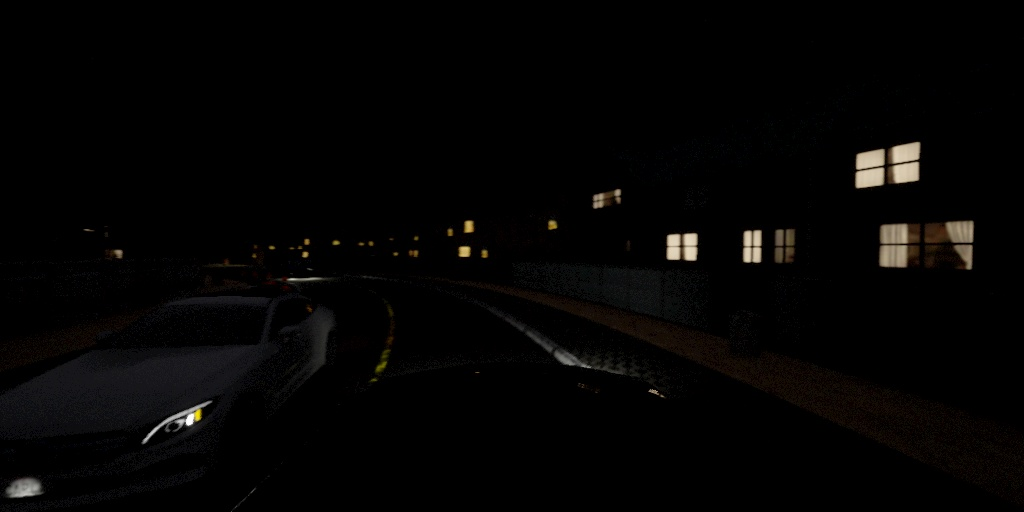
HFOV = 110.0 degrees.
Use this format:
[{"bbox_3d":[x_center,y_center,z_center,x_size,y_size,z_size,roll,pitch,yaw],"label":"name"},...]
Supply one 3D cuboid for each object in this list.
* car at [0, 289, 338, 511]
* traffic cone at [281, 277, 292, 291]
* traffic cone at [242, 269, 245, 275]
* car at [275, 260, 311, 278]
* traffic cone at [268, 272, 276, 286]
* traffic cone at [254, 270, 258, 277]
[{"bbox_3d":[-3.626,1.209,4.590,1.812,1.442,4.674,1,0,-12],"label":"car"},{"bbox_3d":[-10.501,1.232,16.610,0.340,0.580,0.340,0,0,29],"label":"traffic cone"},{"bbox_3d":[-27.645,1.651,36.932,0.340,0.580,0.340,0,0,43],"label":"traffic cone"},{"bbox_3d":[-20.053,1.136,32.792,5.008,1.535,1.882,0,0,43],"label":"car"},{"bbox_3d":[-13.240,1.231,20.059,0.340,0.580,0.340,0,0,-21],"label":"traffic cone"},{"bbox_3d":[-23.995,1.628,33.512,0.340,0.580,0.340,0,0,43],"label":"traffic cone"}]
